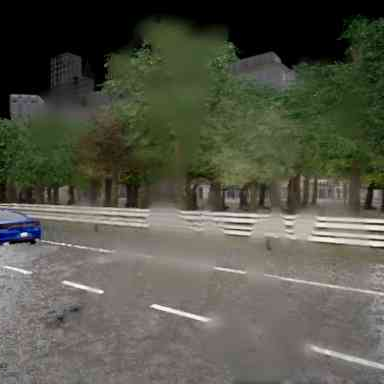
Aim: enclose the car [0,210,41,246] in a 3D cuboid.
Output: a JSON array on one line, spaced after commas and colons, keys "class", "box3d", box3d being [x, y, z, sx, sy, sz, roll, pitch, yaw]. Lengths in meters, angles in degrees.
[{"class": "car", "box3d": [-8.464, 1.496, 14.217, 5.008, 1.535, 1.882, 0, 0, 36]}]
